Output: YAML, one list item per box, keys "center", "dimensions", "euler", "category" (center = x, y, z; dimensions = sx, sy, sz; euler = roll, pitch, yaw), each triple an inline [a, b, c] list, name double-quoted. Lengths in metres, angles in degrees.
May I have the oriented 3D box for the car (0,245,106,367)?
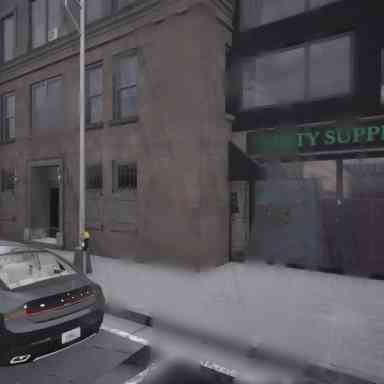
- center: [-3.282, 1.551, 5.416]
  dimensions: [4.403, 1.369, 2.008]
  euler: [0, 0, 35]
  category: "car"
